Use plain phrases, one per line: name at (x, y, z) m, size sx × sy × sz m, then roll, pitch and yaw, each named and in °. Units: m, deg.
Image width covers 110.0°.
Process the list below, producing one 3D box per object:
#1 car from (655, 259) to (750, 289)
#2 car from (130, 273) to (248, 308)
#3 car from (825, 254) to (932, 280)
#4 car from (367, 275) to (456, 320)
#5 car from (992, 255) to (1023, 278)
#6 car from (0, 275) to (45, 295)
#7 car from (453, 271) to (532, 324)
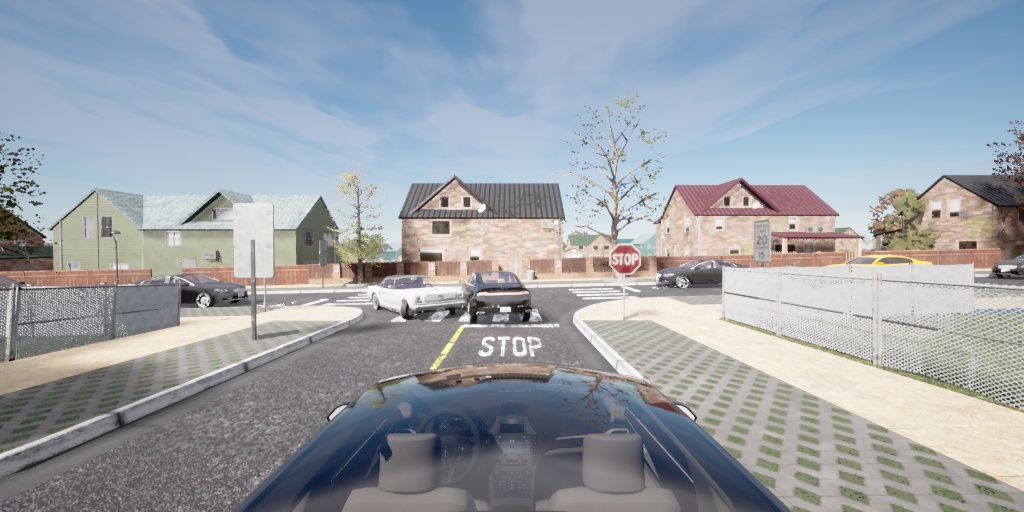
car at (10.337, 0.925, 19.505) m, size 4.902 × 1.511 × 2.128 m, roll -1°, pitch 1°, yaw 0°
car at (-14.897, 1.566, 16.462) m, size 4.902 × 1.511 × 2.128 m, roll -1°, pitch 1°, yaw 0°
car at (19.768, 0.690, 19.538) m, size 5.008 × 1.535 × 1.882 m, roll -1°, pitch 1°, yaw -1°
car at (-3.598, 1.367, 12.962) m, size 1.895 × 1.301 × 4.718 m, roll 0°, pitch 0°, yaw -38°
car at (29.392, 0.477, 19.571) m, size 4.902 × 1.511 × 2.128 m, roll -1°, pitch 1°, yaw 0°
car at (-24.234, 1.648, 16.425) m, size 4.553 × 1.767 × 2.097 m, roll -1°, pitch 1°, yaw 0°
car at (-0.681, 1.242, 12.101) m, size 2.128 × 1.511 × 4.902 m, roll 0°, pitch 0°, yaw -12°
